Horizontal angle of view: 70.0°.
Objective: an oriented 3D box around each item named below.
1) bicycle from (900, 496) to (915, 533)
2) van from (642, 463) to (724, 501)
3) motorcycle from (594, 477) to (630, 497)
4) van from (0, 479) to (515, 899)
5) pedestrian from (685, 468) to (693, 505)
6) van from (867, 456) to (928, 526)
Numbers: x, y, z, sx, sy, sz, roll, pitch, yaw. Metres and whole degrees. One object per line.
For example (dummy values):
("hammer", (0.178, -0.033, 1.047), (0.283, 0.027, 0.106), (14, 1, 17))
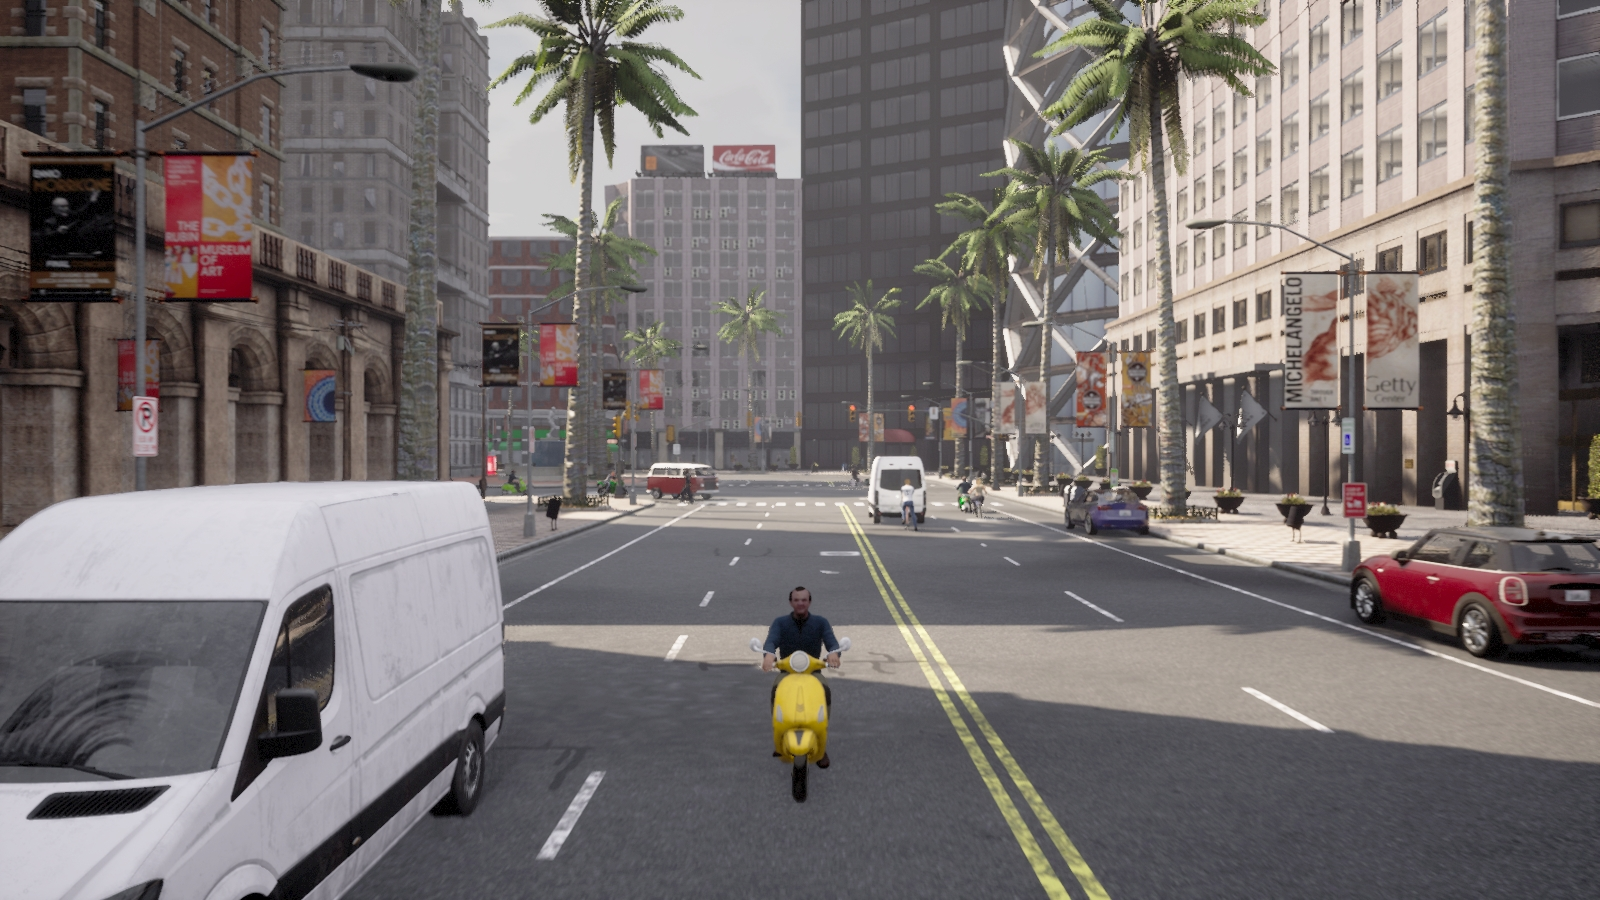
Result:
("bicycle", (3.718, 2.206, 39.590), (0.373, 1.196, 1.643), (0, 0, 1))
("van", (-6.651, 1.782, 64.664), (4.480, 2.038, 2.069), (0, 0, 40))
("motorcycle", (-11.191, 2.213, 67.962), (2.033, 1.145, 0.803), (0, 0, 22))
("van", (-3.503, 1.534, 7.093), (1.988, 2.561, 5.915), (0, 0, 0))
("pedestrian", (-5.669, 1.848, 58.437), (0.375, 1.860, 0.375), (0, 0, -14))
("van", (3.784, 1.535, 45.414), (1.988, 2.561, 5.915), (0, 0, 1))
